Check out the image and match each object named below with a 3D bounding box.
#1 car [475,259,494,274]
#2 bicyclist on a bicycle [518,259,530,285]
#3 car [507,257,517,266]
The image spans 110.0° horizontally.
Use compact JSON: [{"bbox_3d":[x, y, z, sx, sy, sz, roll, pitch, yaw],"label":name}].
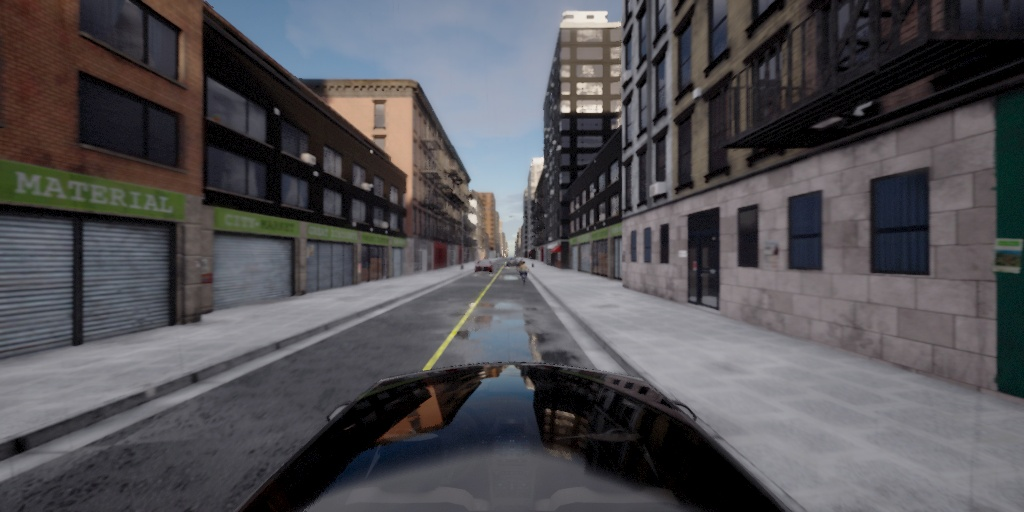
[{"bbox_3d":[-3.100,1.137,40.659,1.882,1.535,5.008,0,0,0],"label":"car"},{"bbox_3d":[0.819,1.147,24.237,0.866,1.612,1.509,0,0,0],"label":"bicyclist on a bicycle"},{"bbox_3d":[0.011,1.032,63.666,2.128,1.511,4.902,0,0,0],"label":"car"}]
